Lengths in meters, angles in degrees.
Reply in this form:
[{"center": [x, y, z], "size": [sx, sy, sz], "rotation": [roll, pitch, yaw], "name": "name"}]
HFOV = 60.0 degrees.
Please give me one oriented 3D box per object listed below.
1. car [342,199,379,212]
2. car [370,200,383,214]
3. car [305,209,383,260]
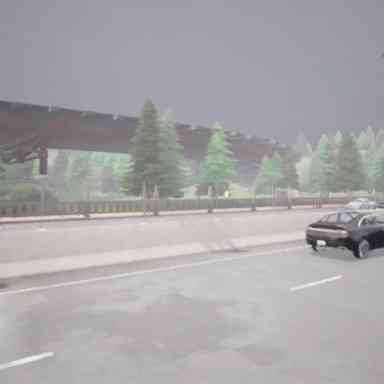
[{"center": [20.092, 1.529, 39.591], "size": [4.674, 1.442, 1.812], "rotation": [0, 0, -34], "name": "car"}, {"center": [21.614, 1.567, 36.394], "size": [4.181, 1.385, 1.994], "rotation": [0, 0, -34], "name": "car"}, {"center": [6.330, 1.493, 12.584], "size": [4.902, 1.511, 2.128], "rotation": [0, 0, -35], "name": "car"}]
